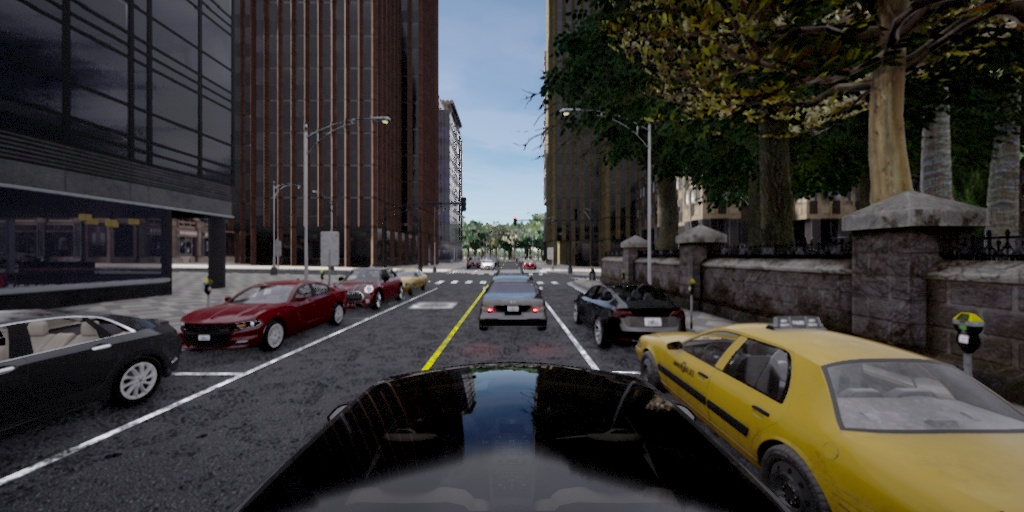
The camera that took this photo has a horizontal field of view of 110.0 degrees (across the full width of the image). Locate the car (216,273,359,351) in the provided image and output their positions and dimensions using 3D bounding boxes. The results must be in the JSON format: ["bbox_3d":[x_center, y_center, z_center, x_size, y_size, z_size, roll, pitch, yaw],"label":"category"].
[{"bbox_3d":[-5.800,1.292,8.986,1.888,1.381,4.507,0,0,0],"label":"car"}]

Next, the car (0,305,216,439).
[{"bbox_3d":[-5.771,1.300,3.529,2.007,1.370,4.403,0,0,0],"label":"car"}]

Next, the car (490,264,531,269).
[{"bbox_3d":[-0.100,1.343,20.637,1.895,1.301,4.718,0,0,0],"label":"car"}]

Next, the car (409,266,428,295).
[{"bbox_3d":[-5.858,1.268,19.730,1.751,1.417,4.829,0,0,0],"label":"car"}]

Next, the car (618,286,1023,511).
[{"bbox_3d":[2.753,1.274,3.747,1.751,1.417,4.829,0,0,0],"label":"car"}]

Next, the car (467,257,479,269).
[{"bbox_3d":[-6.058,1.050,57.307,2.192,1.841,5.009,0,0,0],"label":"car"}]

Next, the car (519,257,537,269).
[{"bbox_3d":[2.496,1.176,51.915,1.967,1.591,4.097,0,0,0],"label":"car"}]

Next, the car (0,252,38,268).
[{"bbox_3d":[-48.400,0.328,34.221,4.902,1.511,2.128,1,0,0],"label":"car"}]

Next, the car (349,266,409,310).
[{"bbox_3d":[-5.829,1.184,14.443,1.967,1.591,4.097,0,0,0],"label":"car"}]

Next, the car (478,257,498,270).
[{"bbox_3d":[-3.349,1.262,50.292,1.812,1.442,4.674,0,0,0],"label":"car"}]

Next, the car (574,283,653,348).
[{"bbox_3d":[2.725,1.312,9.034,1.948,1.339,4.313,0,0,0],"label":"car"}]

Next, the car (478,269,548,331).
[{"bbox_3d":[0.022,1.293,10.992,2.033,1.411,5.357,0,0,0],"label":"car"}]
